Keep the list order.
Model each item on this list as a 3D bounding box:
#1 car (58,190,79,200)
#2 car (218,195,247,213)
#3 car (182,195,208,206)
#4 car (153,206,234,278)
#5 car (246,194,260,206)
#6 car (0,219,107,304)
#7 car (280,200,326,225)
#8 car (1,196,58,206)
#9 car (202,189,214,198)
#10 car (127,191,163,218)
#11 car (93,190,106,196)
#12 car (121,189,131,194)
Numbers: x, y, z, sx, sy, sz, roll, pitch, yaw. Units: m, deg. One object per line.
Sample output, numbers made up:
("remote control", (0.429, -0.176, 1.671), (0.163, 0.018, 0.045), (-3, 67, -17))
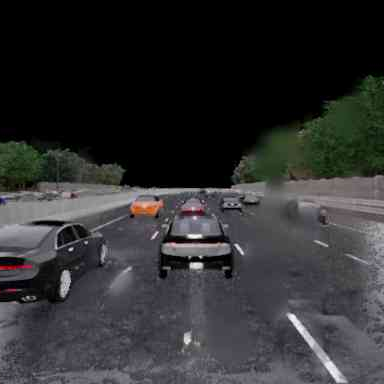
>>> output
("car", (-17.589, 0.813, 47.099), (1.812, 1.442, 4.674), (0, 1, 0))
("car", (3.489, 1.117, 31.182), (2.033, 1.411, 5.357), (0, 1, 0))
("car", (0.090, 1.191, 27.511), (1.994, 1.385, 4.181), (0, 1, 0))
("car", (0.096, 1.381, 9.753), (2.128, 1.511, 4.902), (0, 1, 0))
("car", (7.085, 0.968, 40.864), (1.994, 1.385, 4.181), (0, 1, 0))
("car", (-3.403, 1.417, 7.926), (1.837, 1.490, 4.892), (0, 1, 0))
("car", (7.087, 1.247, 21.480), (1.812, 1.442, 4.674), (0, 1, 0))
("car", (-14.106, 1.091, 29.259), (2.128, 1.511, 4.902), (0, 1, 0))
("car", (3.477, 0.405, 67.129), (1.812, 1.442, 4.674), (0, 1, 0))
("car", (-3.409, 1.005, 25.899), (2.097, 1.767, 4.553), (0, 1, 0))
("car", (-21.026, 0.245, 75.828), (1.994, 1.385, 4.181), (0, 1, 0))
("car", (-14.025, 0.238, 71.519), (1.837, 1.490, 4.892), (0, 1, 0))
